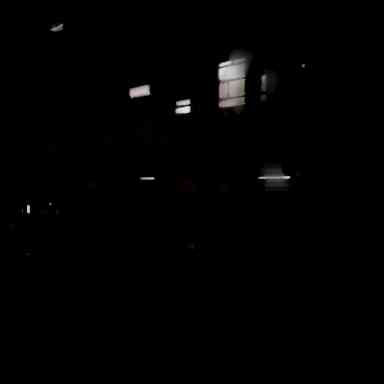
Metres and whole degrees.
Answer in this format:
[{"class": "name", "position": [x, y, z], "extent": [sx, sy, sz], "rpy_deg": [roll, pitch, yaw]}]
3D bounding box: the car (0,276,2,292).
[{"class": "car", "position": [-5.861, 1.464, 7.041], "extent": [4.829, 1.417, 1.752], "rpy_deg": [0, 1, 36]}]
